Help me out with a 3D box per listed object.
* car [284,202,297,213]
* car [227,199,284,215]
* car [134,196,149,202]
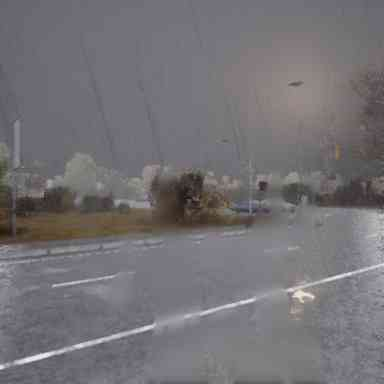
[{"bbox_3d":[8.971,1.465,35.657,1.812,1.442,4.674,0,0,-39],"label":"car"},{"bbox_3d":[6.185,1.496,33.503,2.033,1.411,5.357,0,0,-39],"label":"car"},{"bbox_3d":[-10.335,1.466,71.091,2.033,1.411,5.357,0,0,-38],"label":"car"}]
